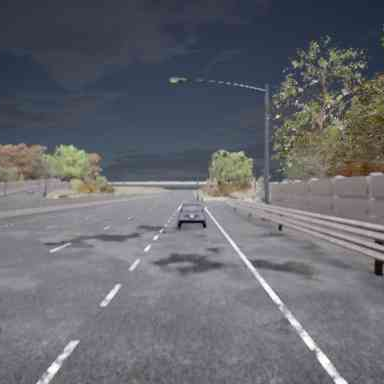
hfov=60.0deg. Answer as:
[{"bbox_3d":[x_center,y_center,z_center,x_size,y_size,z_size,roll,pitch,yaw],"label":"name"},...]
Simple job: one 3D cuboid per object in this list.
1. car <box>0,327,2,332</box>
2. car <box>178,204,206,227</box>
[{"bbox_3d":[-3.401,1.543,1.836,2.033,1.411,5.357,0,0,0],"label":"car"},{"bbox_3d":[0.000,1.504,22.660,2.033,1.411,5.357,0,0,0],"label":"car"}]
